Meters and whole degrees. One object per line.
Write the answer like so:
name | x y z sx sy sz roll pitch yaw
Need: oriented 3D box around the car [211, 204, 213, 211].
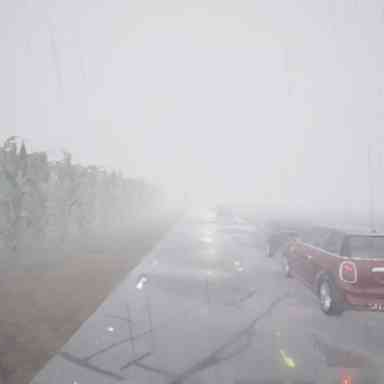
car | 4.055 2.506 53.209 1.994 1.385 4.181 2 -1 2

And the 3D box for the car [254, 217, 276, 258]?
car | 3.842 1.821 14.137 1.837 1.490 4.892 2 -1 2

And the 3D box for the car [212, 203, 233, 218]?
car | 3.714 2.234 38.296 2.033 1.411 5.357 2 -1 2

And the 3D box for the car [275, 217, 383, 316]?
car | 3.686 1.577 8.112 2.097 1.767 4.553 2 -1 2
